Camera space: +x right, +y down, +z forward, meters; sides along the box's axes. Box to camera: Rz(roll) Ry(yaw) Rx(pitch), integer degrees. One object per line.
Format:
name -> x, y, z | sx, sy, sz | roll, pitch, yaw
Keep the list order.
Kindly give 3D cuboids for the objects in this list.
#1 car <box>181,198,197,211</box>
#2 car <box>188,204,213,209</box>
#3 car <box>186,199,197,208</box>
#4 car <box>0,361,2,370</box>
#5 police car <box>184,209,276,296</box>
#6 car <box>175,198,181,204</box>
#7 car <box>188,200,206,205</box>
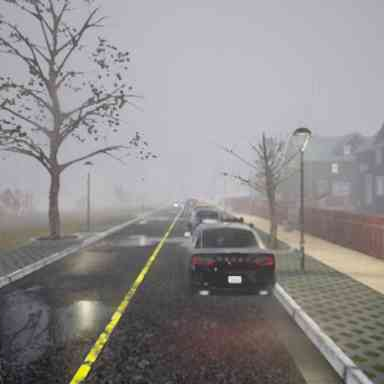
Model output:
car -> -0.032, 1.630, 45.555 | 2.097, 1.767, 4.553 | 0, 0, 0
car -> 0.804, 1.637, 18.817 | 1.812, 1.442, 4.674 | 0, 0, 0
car -> -0.063, 1.879, 56.644 | 1.812, 1.442, 4.674 | 0, 0, 0
car -> -2.751, 1.499, 1.213 | 2.128, 1.511, 4.902 | 0, 0, 0
police car -> 0.815, 1.477, 8.928 | 1.930, 1.638, 5.238 | 0, 0, 0
car -> -2.834, 2.085, 75.161 | 1.895, 1.301, 4.718 | 0, 0, 0
car -> 0.797, 1.604, 25.007 | 1.801, 1.575, 5.366 | 0, 0, 0
